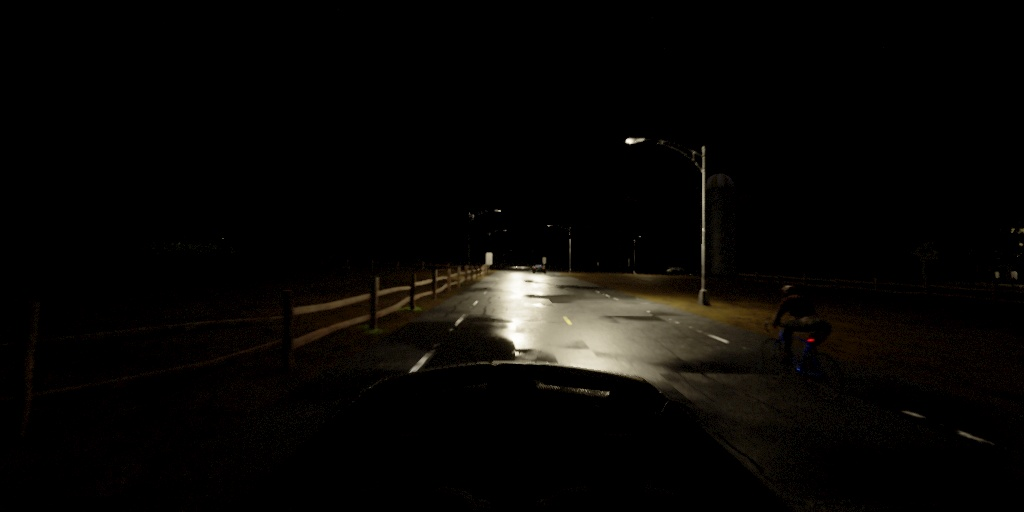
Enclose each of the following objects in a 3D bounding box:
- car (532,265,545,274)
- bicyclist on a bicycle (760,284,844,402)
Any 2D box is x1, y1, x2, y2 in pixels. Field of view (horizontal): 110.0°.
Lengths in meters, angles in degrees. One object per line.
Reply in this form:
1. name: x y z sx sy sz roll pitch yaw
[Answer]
1. car: 4.194 2.026 56.113 1.994 1.385 4.181 0 -1 3
2. bicyclist on a bicycle: 4.480 1.282 5.656 0.582 1.620 1.656 1 -1 0
